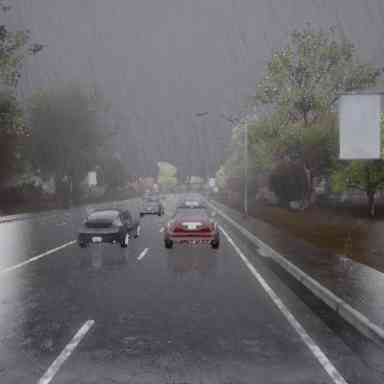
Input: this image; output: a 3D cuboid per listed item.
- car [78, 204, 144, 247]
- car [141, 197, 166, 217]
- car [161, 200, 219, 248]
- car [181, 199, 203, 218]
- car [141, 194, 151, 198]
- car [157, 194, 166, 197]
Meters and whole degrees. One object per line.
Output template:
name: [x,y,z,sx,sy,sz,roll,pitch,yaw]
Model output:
car: [-3.500,1.481,14.675,1.837,1.490,4.892,0,0,0]
car: [-3.500,1.452,29.674,2.033,1.411,5.357,0,0,0]
car: [0.000,1.330,14.645,2.097,1.767,4.553,0,0,0]
car: [0.000,1.422,29.674,1.812,1.442,4.674,0,0,0]
car: [-10.500,1.136,76.672,1.994,1.385,4.181,0,0,0]
car: [-7.000,1.108,76.671,2.128,1.511,4.902,0,0,0]
